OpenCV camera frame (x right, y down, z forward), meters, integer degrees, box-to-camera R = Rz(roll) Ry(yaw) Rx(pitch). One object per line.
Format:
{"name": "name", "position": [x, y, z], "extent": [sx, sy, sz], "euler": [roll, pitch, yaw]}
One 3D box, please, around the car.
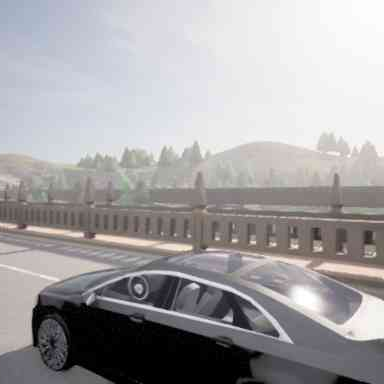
{"name": "car", "position": [-0.006, 1.488, 3.996], "extent": [4.902, 1.511, 2.128], "euler": [0, 0, 35]}
